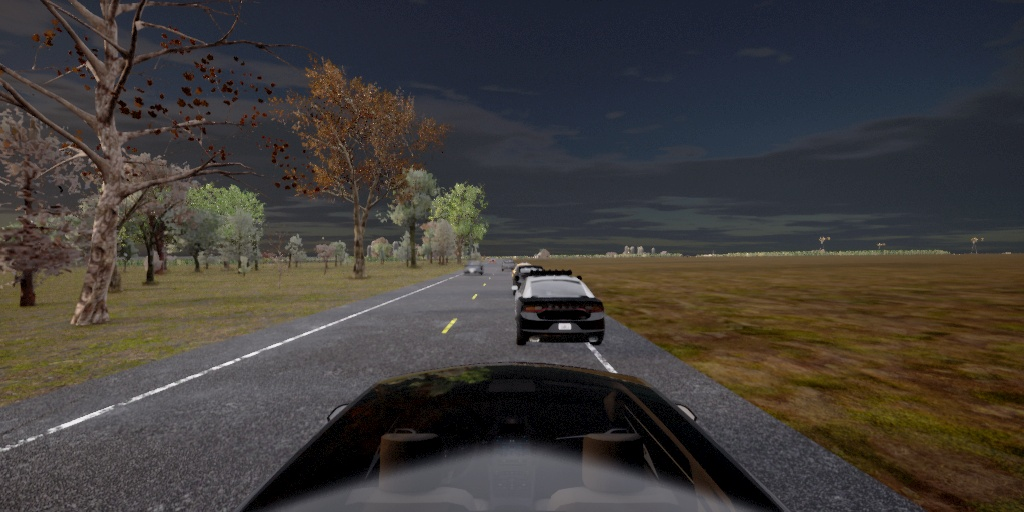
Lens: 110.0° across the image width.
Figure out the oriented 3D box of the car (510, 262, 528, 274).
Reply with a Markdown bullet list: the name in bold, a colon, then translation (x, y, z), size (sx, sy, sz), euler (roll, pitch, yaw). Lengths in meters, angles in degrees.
- **car**: translation (0.952, 1.258, 19.499), size (1.837, 1.490, 4.892), euler (0, 0, 0)

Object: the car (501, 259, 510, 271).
- **car**: translation (-0.468, 1.266, 48.561), size (2.128, 1.511, 4.902), euler (0, 0, -1)

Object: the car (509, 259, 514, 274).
- **car**: translation (0.892, 1.211, 25.695), size (1.801, 1.575, 5.366), euler (0, 0, -1)

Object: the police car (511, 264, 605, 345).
- **police car**: translation (1.022, 1.175, 9.599), size (1.930, 1.638, 5.238), euler (0, 0, 0)

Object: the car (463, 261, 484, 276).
- **car**: translation (-3.914, 1.255, 37.327), size (2.128, 1.511, 4.902), euler (0, 0, -1)
